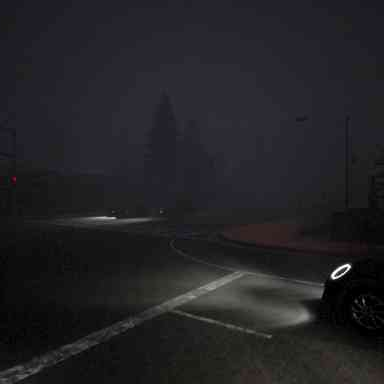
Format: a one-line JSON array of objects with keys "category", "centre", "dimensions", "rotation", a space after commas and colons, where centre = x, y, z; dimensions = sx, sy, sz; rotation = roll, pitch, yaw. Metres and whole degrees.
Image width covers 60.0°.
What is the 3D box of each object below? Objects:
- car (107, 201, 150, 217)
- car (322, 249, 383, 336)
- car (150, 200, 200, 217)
[{"category": "car", "centre": [-5.766, 1.548, 30.944], "dimensions": [1.994, 1.385, 4.181], "rotation": [0, 0, 38]}, {"category": "car", "centre": [4.491, 1.356, 5.137], "dimensions": [4.553, 1.767, 2.097], "rotation": [0, 0, 38]}, {"category": "car", "centre": [-1.213, 1.479, 31.117], "dimensions": [2.128, 1.511, 4.902], "rotation": [0, 0, 38]}]
